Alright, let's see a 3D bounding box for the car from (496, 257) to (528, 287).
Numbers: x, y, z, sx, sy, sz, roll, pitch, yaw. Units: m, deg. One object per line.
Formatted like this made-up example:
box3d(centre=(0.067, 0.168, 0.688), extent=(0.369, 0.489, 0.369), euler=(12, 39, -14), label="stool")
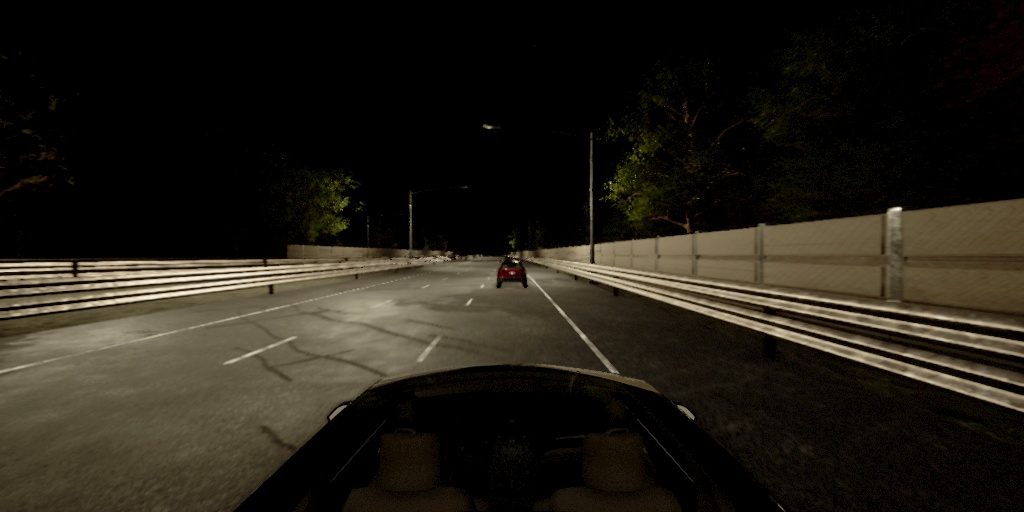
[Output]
box3d(centre=(-0.013, 1.069, 23.562), extent=(2.033, 1.649, 4.856), euler=(0, 0, 0), label="car")
